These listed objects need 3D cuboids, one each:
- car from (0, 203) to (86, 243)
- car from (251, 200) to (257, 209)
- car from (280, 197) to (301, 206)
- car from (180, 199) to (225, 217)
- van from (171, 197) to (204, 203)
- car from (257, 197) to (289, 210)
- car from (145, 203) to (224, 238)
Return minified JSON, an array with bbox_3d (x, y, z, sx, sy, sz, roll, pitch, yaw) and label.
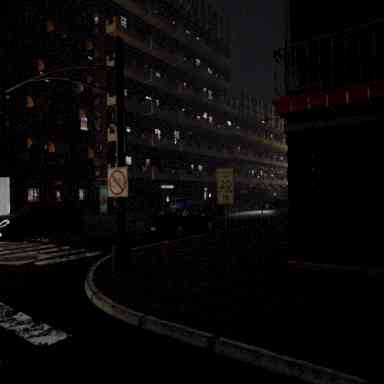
[{"bbox_3d":[-7.574,1.362,16.237,2.097,1.767,4.553,-1,-1,36],"label":"car"},{"bbox_3d":[9.359,1.430,44.030,1.967,1.590,4.097,-1,-1,36],"label":"car"},{"bbox_3d":[15.761,1.495,52.939,1.752,1.417,4.829,-1,-1,36],"label":"car"},{"bbox_3d":[1.230,1.537,28.488,1.994,1.385,4.181,-1,-1,35],"label":"car"},{"bbox_3d":[-0.392,1.365,30.457,1.690,1.788,3.998,-1,-1,36],"label":"van"},{"bbox_3d":[10.345,1.434,41.129,2.128,1.511,4.902,-1,-1,36],"label":"car"},{"bbox_3d":[-0.488,1.435,16.812,2.008,1.369,4.403,-1,-1,36],"label":"car"}]
